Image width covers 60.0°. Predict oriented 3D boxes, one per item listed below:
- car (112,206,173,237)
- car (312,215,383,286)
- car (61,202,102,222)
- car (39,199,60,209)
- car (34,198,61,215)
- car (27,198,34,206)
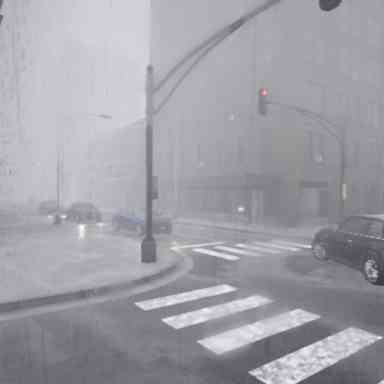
[{"bbox_3d":[-2.909,1.569,18.965,1.882,1.535,5.008,1,0,-35],"label":"car"},{"bbox_3d":[5.410,1.448,9.946,2.097,1.767,4.553,0,0,-3],"label":"car"},{"bbox_3d":[-8.944,1.601,27.304,1.837,1.490,4.892,1,0,-36],"label":"car"},{"bbox_3d":[-21.541,1.731,50.194,1.895,1.301,4.718,1,0,-36],"label":"car"},{"bbox_3d":[-15.153,1.647,35.903,2.033,1.411,5.357,1,0,-36],"label":"car"},{"bbox_3d":[-27.382,1.679,58.292,2.033,1.411,5.357,1,0,-38],"label":"car"}]
